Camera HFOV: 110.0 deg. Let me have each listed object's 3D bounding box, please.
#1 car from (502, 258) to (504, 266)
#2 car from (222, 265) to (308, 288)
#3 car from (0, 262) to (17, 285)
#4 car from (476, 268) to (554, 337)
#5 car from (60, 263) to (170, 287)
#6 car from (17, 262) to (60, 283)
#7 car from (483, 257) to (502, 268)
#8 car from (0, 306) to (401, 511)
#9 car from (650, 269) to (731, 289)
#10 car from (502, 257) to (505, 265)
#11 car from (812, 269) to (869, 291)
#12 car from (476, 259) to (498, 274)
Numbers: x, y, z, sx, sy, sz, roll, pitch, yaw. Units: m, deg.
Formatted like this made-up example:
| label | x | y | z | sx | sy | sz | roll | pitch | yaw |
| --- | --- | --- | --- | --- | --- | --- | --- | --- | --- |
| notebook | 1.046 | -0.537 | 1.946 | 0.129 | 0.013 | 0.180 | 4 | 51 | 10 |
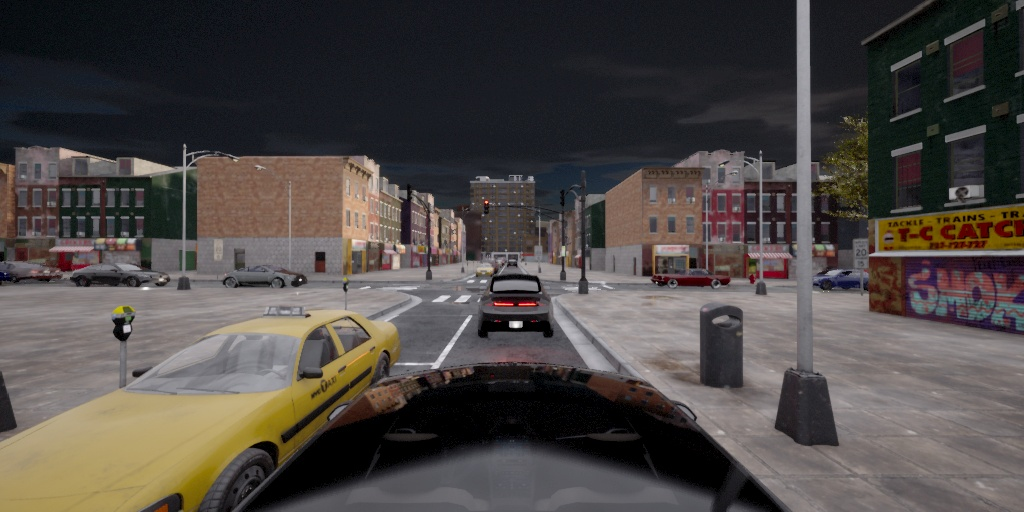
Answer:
| label | x | y | z | sx | sy | sz | roll | pitch | yaw |
| --- | --- | --- | --- | --- | --- | --- | --- | --- | --- |
| car | -2.671 | 1.357 | 52.378 | 2.007 | 1.370 | 4.403 | 0 | 0 | 0 |
| car | -14.491 | 1.219 | 21.172 | 4.181 | 1.385 | 1.994 | 0 | 0 | 0 |
| car | -32.909 | 1.143 | 21.069 | 4.718 | 1.301 | 1.895 | 0 | 0 | 0 |
| car | 0.090 | 1.257 | 10.301 | 1.837 | 1.490 | 4.892 | 0 | 0 | 0 |
| car | -23.012 | 1.120 | 21.126 | 4.674 | 1.442 | 1.812 | 0 | 0 | 0 |
| car | -33.679 | 1.103 | 24.011 | 5.357 | 1.411 | 2.033 | 0 | 0 | 0 |
| car | -2.664 | 1.100 | 41.489 | 2.192 | 1.841 | 5.009 | 0 | 0 | 0 |
| car | -2.639 | 1.275 | 3.920 | 1.751 | 1.417 | 4.829 | 0 | 0 | 0 |
| car | 11.967 | 1.513 | 24.283 | 4.718 | 1.301 | 1.895 | 1 | 0 | -3 |
| car | -2.678 | 1.358 | 63.095 | 1.751 | 1.417 | 4.829 | 0 | 0 | 0 |
| car | 22.129 | 1.591 | 24.323 | 4.674 | 1.442 | 1.812 | 1 | 0 | 0 |
| car | -2.660 | 1.302 | 35.877 | 1.751 | 1.417 | 4.829 | 0 | 0 | 0 |
